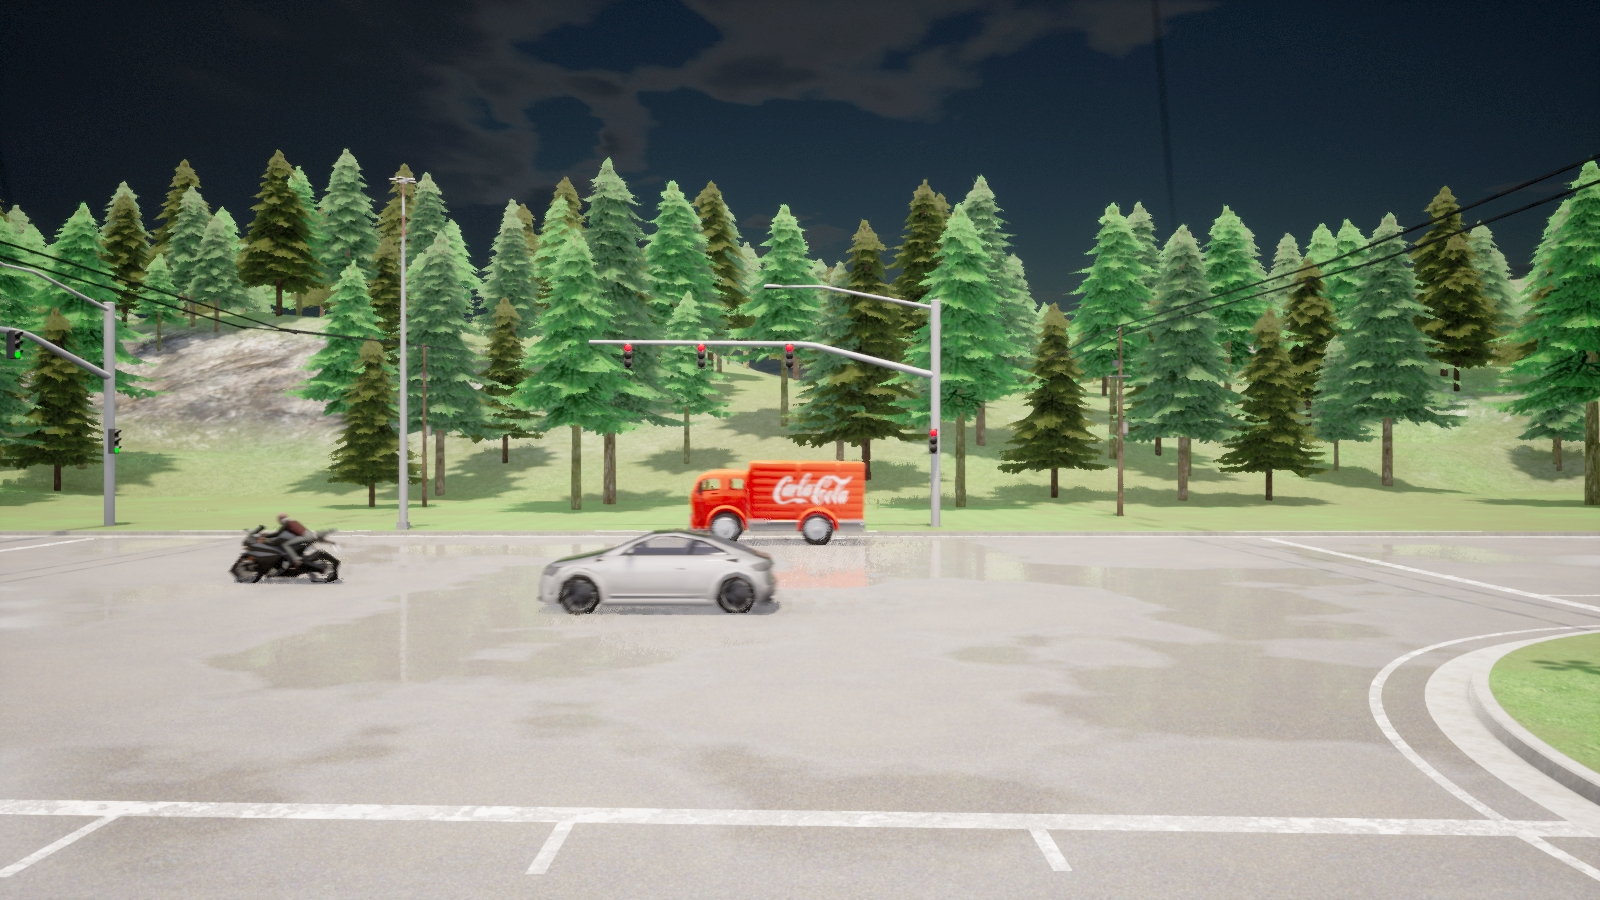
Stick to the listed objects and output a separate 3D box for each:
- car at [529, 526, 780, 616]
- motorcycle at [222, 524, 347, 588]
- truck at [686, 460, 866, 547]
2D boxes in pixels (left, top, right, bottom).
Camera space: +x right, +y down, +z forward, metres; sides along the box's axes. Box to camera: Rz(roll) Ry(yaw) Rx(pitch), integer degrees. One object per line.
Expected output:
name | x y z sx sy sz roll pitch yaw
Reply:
car | -2.470 2.105 20.247 4.181 1.385 1.994 0 0 0
motorcycle | -10.720 2.189 23.798 2.209 1.251 0.867 0 0 0
truck | -0.689 1.546 34.238 5.204 2.467 2.627 0 0 0
